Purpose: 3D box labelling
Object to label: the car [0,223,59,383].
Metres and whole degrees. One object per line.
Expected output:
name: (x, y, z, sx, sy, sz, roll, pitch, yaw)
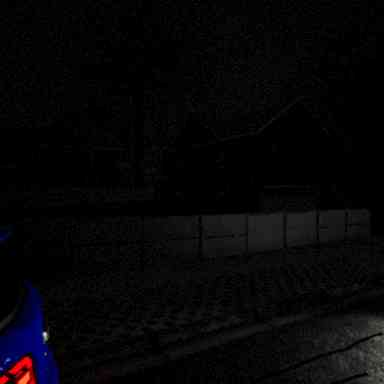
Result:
car: (-3.557, 1.222, 1.397, 5.566, 2.045, 2.150, 0, 0, -26)
